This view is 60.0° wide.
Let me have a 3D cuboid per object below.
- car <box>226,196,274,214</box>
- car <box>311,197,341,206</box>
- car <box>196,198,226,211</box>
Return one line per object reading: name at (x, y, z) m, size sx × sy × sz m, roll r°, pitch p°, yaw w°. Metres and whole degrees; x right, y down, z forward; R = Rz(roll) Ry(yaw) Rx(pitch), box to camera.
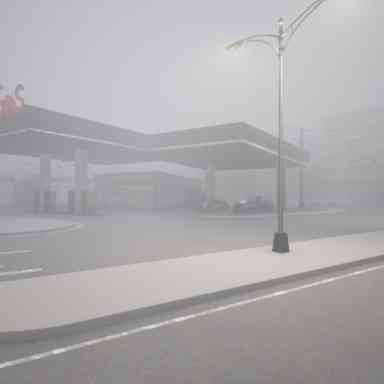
car at (6.278, 1.294, 34.134) m, size 4.611 × 1.667 × 2.242 m, roll 0°, pitch 0°, yaw -35°
car at (21.523, 1.524, 53.610) m, size 1.812 × 1.442 × 4.674 m, roll 0°, pitch 0°, yaw -36°
car at (2.359, 1.455, 38.403) m, size 3.806 × 1.475 × 1.970 m, roll 0°, pitch 0°, yaw -35°
